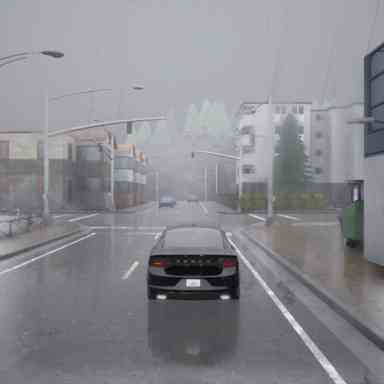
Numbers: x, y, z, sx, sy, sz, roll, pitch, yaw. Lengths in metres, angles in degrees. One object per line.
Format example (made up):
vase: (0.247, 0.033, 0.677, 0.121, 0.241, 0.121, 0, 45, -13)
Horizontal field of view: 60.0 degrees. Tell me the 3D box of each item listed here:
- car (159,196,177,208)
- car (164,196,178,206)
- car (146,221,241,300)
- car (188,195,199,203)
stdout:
car: (-3.609, 1.477, 47.401, 1.882, 1.535, 5.008, 0, 0, 0)
car: (-3.591, 1.491, 57.752, 2.128, 1.511, 4.902, 0, 0, 0)
car: (0.047, 1.478, 8.434, 1.882, 1.535, 5.008, 0, 0, 1)
car: (0.330, 1.352, 68.452, 2.097, 1.767, 4.553, 0, 0, 3)
